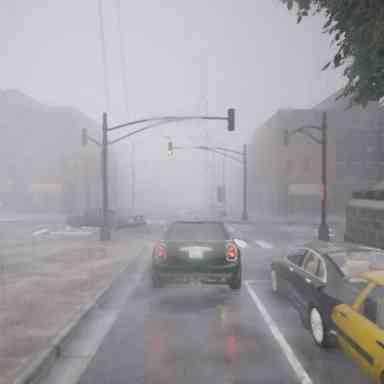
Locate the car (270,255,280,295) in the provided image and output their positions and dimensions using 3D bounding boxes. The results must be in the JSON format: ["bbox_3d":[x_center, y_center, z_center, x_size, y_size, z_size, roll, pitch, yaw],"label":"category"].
[{"bbox_3d":[2.649,1.601,6.189,2.008,1.369,4.403,-1,0,0],"label":"car"}]

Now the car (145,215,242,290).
[{"bbox_3d":[0.189,1.428,9.486,2.097,1.767,4.553,0,-1,3],"label":"car"}]

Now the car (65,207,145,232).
[{"bbox_3d":[-5.611,1.688,21.499,5.357,1.411,2.033,1,1,25],"label":"car"}]

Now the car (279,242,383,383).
[{"bbox_3d":[2.673,1.560,4.215,1.752,1.417,4.829,-1,0,0],"label":"car"}]
